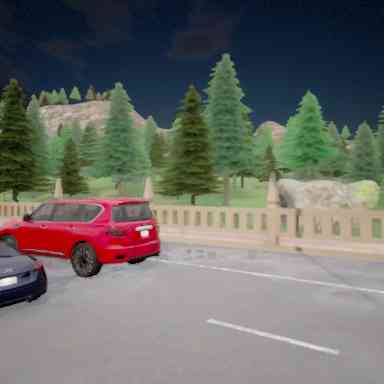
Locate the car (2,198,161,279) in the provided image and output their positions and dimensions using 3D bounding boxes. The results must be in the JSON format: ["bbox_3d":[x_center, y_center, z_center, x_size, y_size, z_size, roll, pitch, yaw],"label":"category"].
[{"bbox_3d":[-3.550,1.196,10.169,5.566,2.045,2.150,0,0,31],"label":"car"}]

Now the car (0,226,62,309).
[{"bbox_3d":[-4.965,1.552,6.897,4.181,1.385,1.994,0,0,31],"label":"car"}]
